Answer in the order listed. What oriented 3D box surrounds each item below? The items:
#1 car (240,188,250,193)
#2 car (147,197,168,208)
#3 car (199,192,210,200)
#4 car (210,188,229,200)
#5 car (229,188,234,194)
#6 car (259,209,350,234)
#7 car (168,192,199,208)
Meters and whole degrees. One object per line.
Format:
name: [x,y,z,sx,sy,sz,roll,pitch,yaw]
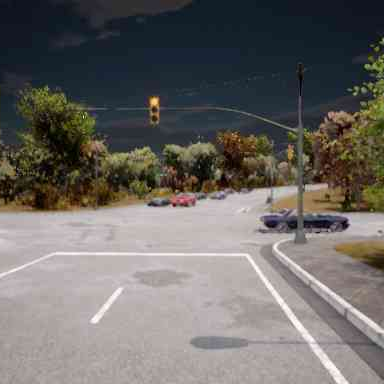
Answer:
car: [12.237,-0.201,76.931,1.837,1.490,4.892,0,4,32]
car: [-4.704,1.455,48.136,2.033,1.411,5.357,0,1,17]
car: [1.140,0.815,63.610,2.128,1.511,4.902,0,3,25]
car: [4.900,0.596,63.467,2.097,1.767,4.553,0,3,26]
car: [8.237,-0.075,77.088,1.837,1.490,4.892,0,4,30]
car: [6.324,1.608,18.924,4.718,1.301,1.895,0,0,3]
car: [-1.130,1.116,47.794,2.150,2.045,5.566,0,1,17]
